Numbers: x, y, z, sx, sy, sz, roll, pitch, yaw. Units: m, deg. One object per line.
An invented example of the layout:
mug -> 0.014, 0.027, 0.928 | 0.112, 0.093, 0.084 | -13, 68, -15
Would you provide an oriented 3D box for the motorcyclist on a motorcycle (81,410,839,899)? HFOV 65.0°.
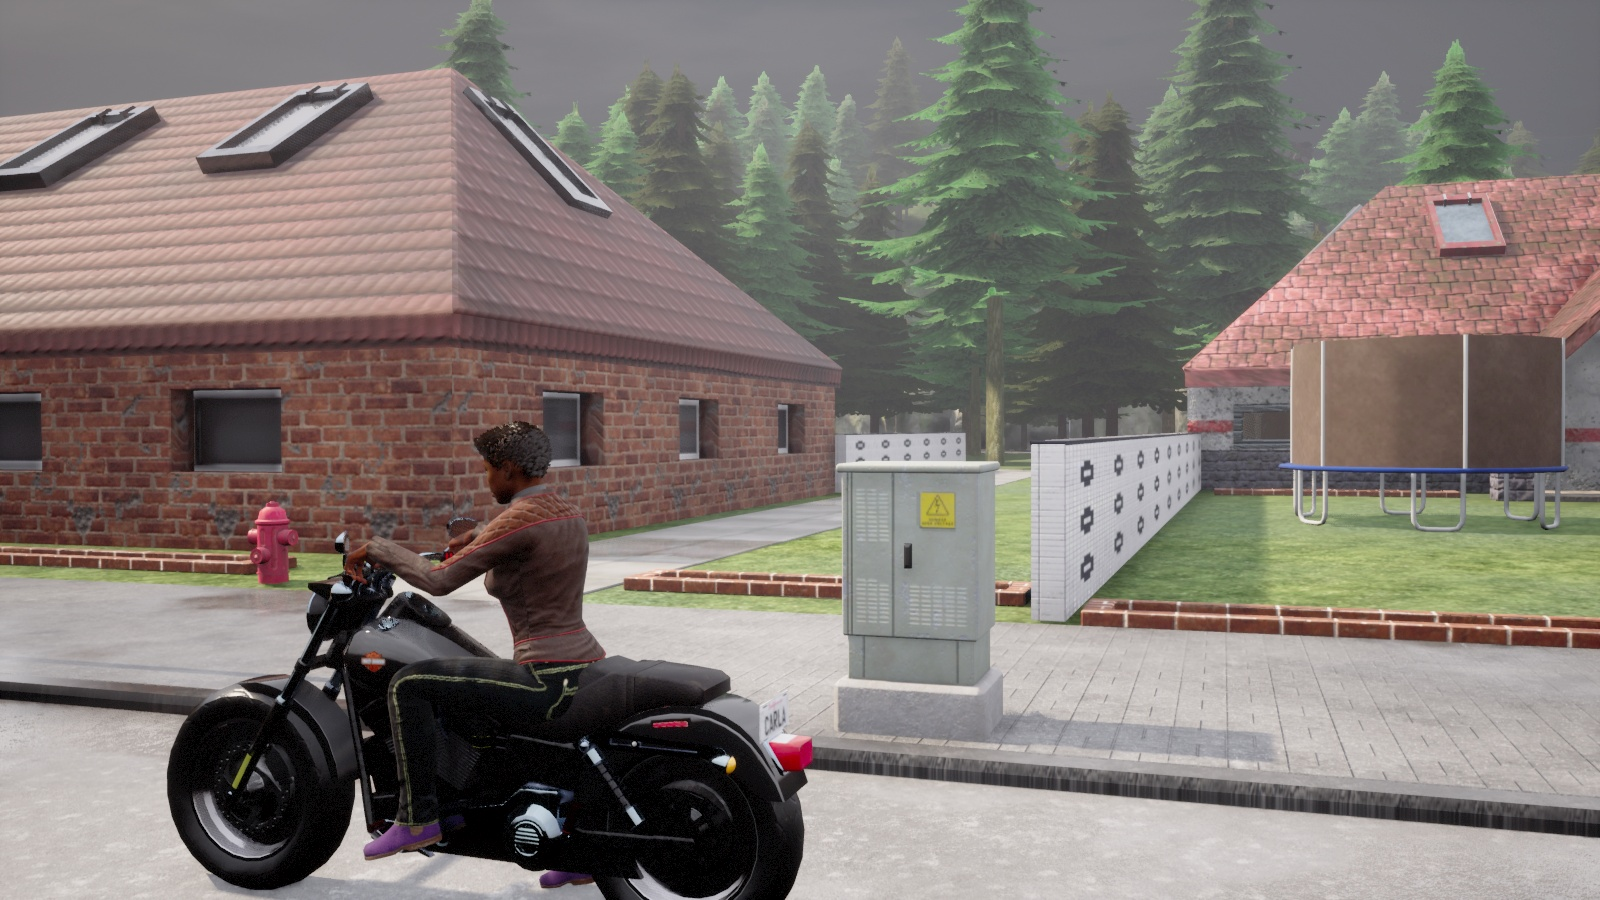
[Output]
motorcyclist on a motorcycle -> -1.109, 0.707, 4.093 | 2.350, 1.649, 0.766 | 0, 1, 19
